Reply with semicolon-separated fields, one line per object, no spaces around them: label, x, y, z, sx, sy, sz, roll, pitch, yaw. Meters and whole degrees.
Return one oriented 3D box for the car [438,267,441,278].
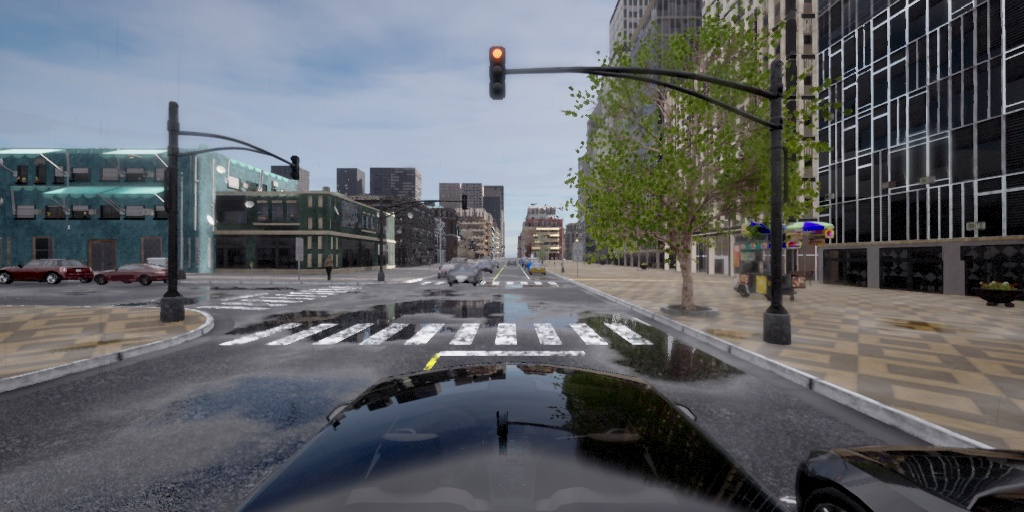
car;-5.685;1.332;32.972;1.802;1.307;4.207;0;0;0

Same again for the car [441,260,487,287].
car;-3.096;1.242;24.284;2.128;1.511;4.902;0;0;0

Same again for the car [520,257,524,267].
car;2.697;1.301;55.177;2.007;1.370;4.403;0;0;0

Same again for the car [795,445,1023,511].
car;2.691;1.316;0.495;1.948;1.339;4.313;0;0;0

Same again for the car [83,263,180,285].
car;-22.818;1.088;21.887;4.207;1.307;1.802;0;0;-1

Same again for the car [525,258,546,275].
car;2.695;1.275;38.694;1.751;1.417;4.829;0;0;0

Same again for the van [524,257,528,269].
van;2.696;1.091;44.075;1.690;1.789;3.998;0;0;0

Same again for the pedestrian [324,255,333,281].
pedestrian;-12.746;0.787;24.977;0.375;1.860;0.375;0;-1;-1

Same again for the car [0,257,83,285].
car;-28.366;0.877;21.810;4.097;1.591;1.967;0;0;-1

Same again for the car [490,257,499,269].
car;-3.071;1.316;57.717;1.994;1.385;4.181;0;0;0

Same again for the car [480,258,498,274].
car;-3.093;1.297;41.190;2.033;1.411;5.357;0;0;0

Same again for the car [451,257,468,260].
car;-5.685;1.065;38.523;2.192;1.841;5.009;0;0;0
